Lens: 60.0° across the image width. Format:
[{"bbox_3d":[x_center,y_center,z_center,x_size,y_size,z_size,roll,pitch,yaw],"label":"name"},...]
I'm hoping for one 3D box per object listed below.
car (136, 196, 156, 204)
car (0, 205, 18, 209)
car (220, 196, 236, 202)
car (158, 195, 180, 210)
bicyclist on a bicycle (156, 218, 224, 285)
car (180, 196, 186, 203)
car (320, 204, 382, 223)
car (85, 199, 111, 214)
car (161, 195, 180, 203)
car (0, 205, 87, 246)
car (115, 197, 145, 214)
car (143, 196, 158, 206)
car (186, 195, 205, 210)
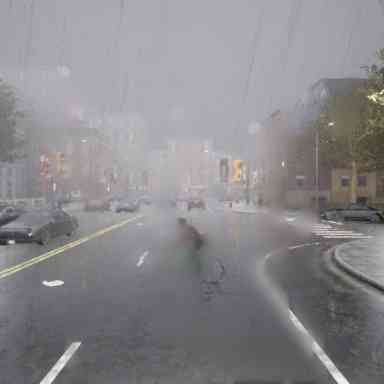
[{"bbox_3d":[-9.162,1.520,67.170,2.002,1.452,4.674,0,0,20],"label":"car"},{"bbox_3d":[-10.416,1.491,17.765,2.128,1.511,4.902,0,0,1],"label":"car"},{"bbox_3d":[8.451,1.552,77.212,1.994,1.385,4.181,0,0,44],"label":"car"},{"bbox_3d":[-2.925,1.505,43.348,1.837,1.490,4.892,0,0,1],"label":"car"},{"bbox_3d":[-0.059,1.453,8.041,1.656,1.620,0.582,-2,0,1],"label":"bicyclist on a bicycle"},{"bbox_3d":[-1.186,1.525,69.048,1.812,1.442,4.674,0,0,25],"label":"car"},{"bbox_3d":[11.805,1.564,24.899,4.181,1.385,1.994,0,0,2],"label":"car"},{"bbox_3d":[-10.190,1.477,36.064,1.882,1.535,5.008,0,0,1],"label":"car"},{"bbox_3d":[-4.491,1.478,70.238,1.882,1.535,5.008,0,0,25],"label":"car"},{"bbox_3d":[-6.942,1.547,15.488,2.033,1.411,5.357,0,0,1],"label":"car"},{"bbox_3d":[-6.714,1.547,35.366,2.033,1.411,5.357,0,0,1],"label":"car"},{"bbox_3d":[-5.951,1.547,53.774,2.033,1.411,5.357,0,0,9],"label":"car"},{"bbox_3d":[0.603,1.351,43.970,2.097,1.767,4.553,0,0,1],"label":"car"}]
